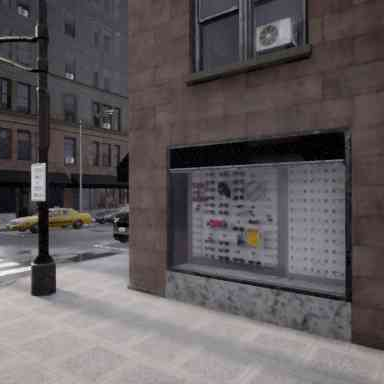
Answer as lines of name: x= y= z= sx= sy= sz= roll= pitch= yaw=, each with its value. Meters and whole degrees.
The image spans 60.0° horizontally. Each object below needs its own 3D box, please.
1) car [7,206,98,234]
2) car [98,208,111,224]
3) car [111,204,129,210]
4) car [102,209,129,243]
car: x=-8.261 y=1.554 z=19.713 sx=1.752 sy=1.417 sz=4.829 roll=0 pitch=0 yaw=35
car: x=-5.021 y=1.583 z=24.260 sx=2.008 sy=1.369 sz=4.403 roll=0 pitch=0 yaw=35
car: x=-2.692 y=1.570 z=23.158 sx=2.033 sy=1.411 sz=5.357 roll=0 pitch=0 yaw=35
car: x=-1.633 y=1.560 z=15.187 sx=1.947 sy=1.339 sz=4.313 roll=0 pitch=0 yaw=35
